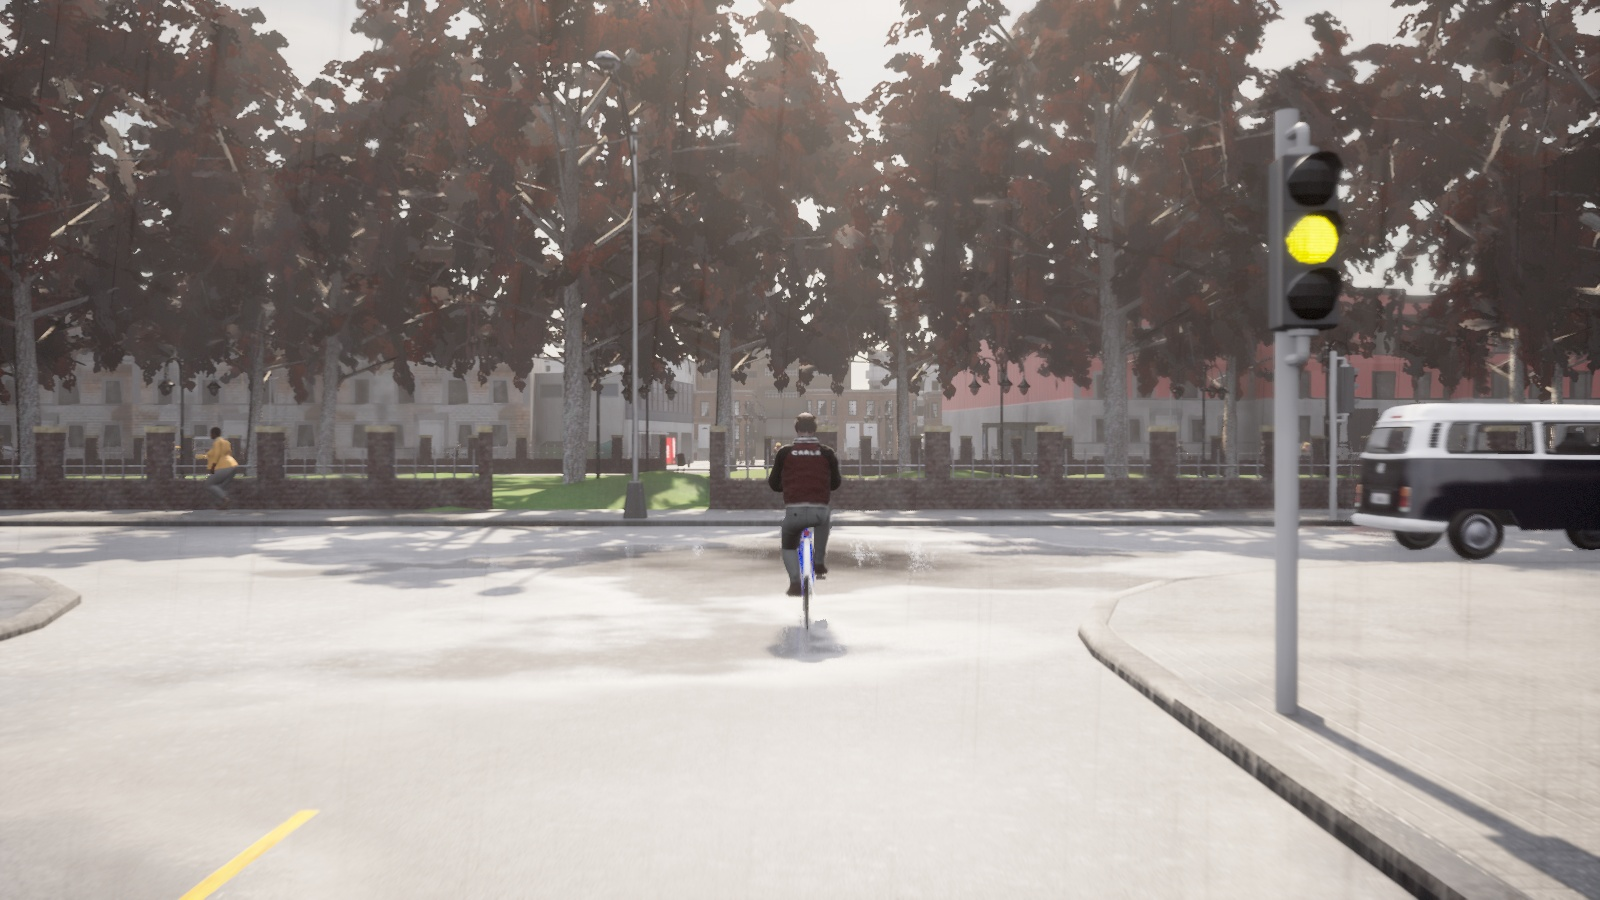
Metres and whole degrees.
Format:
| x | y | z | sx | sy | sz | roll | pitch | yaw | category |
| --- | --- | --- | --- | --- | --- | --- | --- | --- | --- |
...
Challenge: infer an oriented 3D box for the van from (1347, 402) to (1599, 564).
| x | y | z | sx | sy | sz | roll | pitch | yaw | category |
| --- | --- | --- | --- | --- | --- | --- | --- | --- | --- |
| 10.033 | 0.409 | 16.849 | 4.480 | 2.038 | 2.069 | 0 | 0 | -1 | van |

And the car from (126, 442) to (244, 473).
| x | y | z | sx | sy | sz | roll | pitch | yaw | category |
| --- | --- | --- | --- | --- | --- | --- | --- | --- | --- |
| -32.455 | 0.388 | 66.323 | 5.366 | 1.575 | 1.801 | 0 | 0 | 0 | car |

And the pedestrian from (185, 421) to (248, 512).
| x | y | z | sx | sy | sz | roll | pitch | yaw | category |
| --- | --- | --- | --- | --- | --- | --- | --- | --- | --- |
| -12.209 | 0.339 | 26.308 | 0.900 | 1.855 | 0.874 | 0 | 0 | 0 | pedestrian |

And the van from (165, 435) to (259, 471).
| x | y | z | sx | sy | sz | roll | pitch | yaw | category |
| --- | --- | --- | --- | --- | --- | --- | --- | --- | --- |
| -32.916 | 0.185 | 70.324 | 4.442 | 1.987 | 1.775 | 0 | 0 | 0 | van |

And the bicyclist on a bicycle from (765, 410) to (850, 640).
| x | y | z | sx | sy | sz | roll | pitch | yaw | category |
| --- | --- | --- | --- | --- | --- | --- | --- | --- | --- |
| 0.046 | 0.574 | 10.656 | 0.659 | 1.776 | 1.843 | 0 | 0 | -1 | bicyclist on a bicycle |
